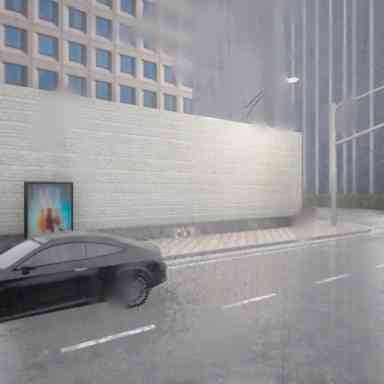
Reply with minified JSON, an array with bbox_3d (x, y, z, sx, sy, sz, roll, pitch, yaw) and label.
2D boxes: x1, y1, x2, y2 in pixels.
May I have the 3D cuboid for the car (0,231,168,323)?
[{"bbox_3d":[-2.679,1.526,6.380,4.674,1.442,1.812,0,0,-35],"label":"car"}]

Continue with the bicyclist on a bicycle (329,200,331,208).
[{"bbox_3d":[18.616,1.368,43.920,1.656,1.620,0.582,0,0,-36],"label":"bicyclist on a bicycle"}]

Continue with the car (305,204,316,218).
[{"bbox_3d":[9.015,1.541,30.737,1.882,1.535,5.008,0,0,-36],"label":"car"}]

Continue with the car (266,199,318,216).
[{"bbox_3d":[10.395,1.556,34.824,2.128,1.511,4.902,0,0,-36],"label":"car"}]
